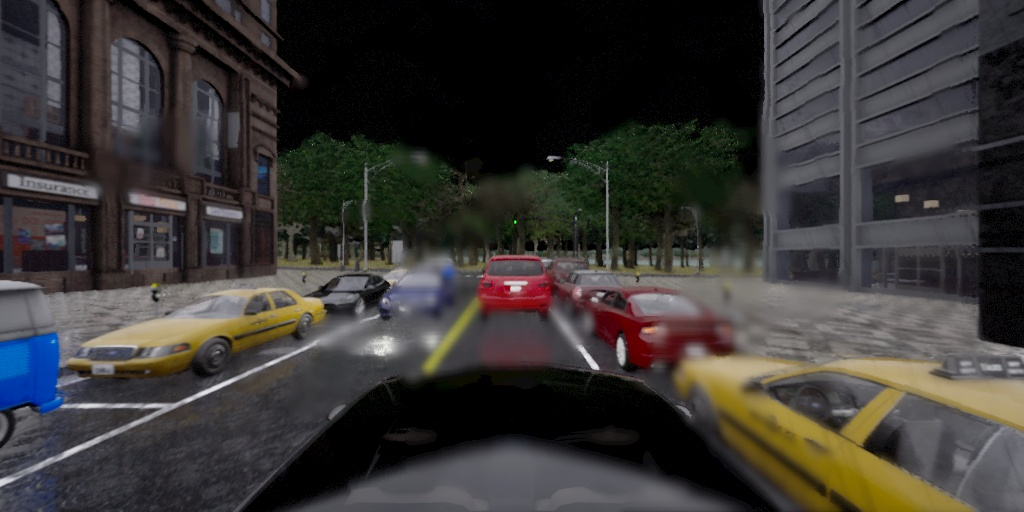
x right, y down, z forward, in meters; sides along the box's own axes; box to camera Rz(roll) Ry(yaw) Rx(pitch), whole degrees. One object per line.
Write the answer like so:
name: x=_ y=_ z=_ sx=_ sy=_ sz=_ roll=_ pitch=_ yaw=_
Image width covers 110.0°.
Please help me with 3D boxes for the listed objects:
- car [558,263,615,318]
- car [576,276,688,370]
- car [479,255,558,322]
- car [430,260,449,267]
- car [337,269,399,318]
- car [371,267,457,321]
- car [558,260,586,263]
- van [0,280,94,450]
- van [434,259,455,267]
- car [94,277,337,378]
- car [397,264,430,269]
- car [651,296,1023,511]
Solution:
car: x=2.767 y=1.210 z=13.065 sx=1.967 sy=1.591 sz=4.097 roll=0 pitch=0 yaw=0
car: x=2.765 y=1.305 z=7.627 sx=1.888 sy=1.381 sz=4.507 roll=0 pitch=0 yaw=0
car: x=0.104 y=0.992 z=12.586 sx=2.150 sy=2.045 sz=5.566 roll=0 pitch=0 yaw=0
car: x=-5.753 y=1.231 z=23.943 sx=1.967 sy=1.591 sz=4.097 roll=0 pitch=0 yaw=0
car: x=-5.758 y=1.336 z=13.068 sx=1.948 sy=1.339 sz=4.313 roll=0 pitch=0 yaw=0
car: x=-3.086 y=1.295 z=12.667 sx=1.812 sy=1.442 sz=4.674 roll=0 pitch=0 yaw=0
car: x=2.770 y=1.095 z=18.502 sx=2.192 sy=1.841 sz=5.009 roll=0 pitch=0 yaw=0
van: x=-5.763 y=1.092 z=2.194 sx=1.690 sy=1.789 sz=3.998 roll=0 pitch=0 yaw=0
van: x=-5.751 y=1.142 z=29.381 sx=1.690 sy=1.789 sz=3.998 roll=0 pitch=0 yaw=0
car: x=-5.761 y=1.286 z=7.461 sx=1.751 sy=1.417 sz=4.829 roll=0 pitch=0 yaw=0
car: x=-5.756 y=1.306 z=18.336 sx=1.751 sy=1.417 sz=4.829 roll=0 pitch=0 yaw=0
car: x=2.762 y=1.276 z=2.360 sx=1.751 sy=1.417 sz=4.829 roll=0 pitch=0 yaw=0
